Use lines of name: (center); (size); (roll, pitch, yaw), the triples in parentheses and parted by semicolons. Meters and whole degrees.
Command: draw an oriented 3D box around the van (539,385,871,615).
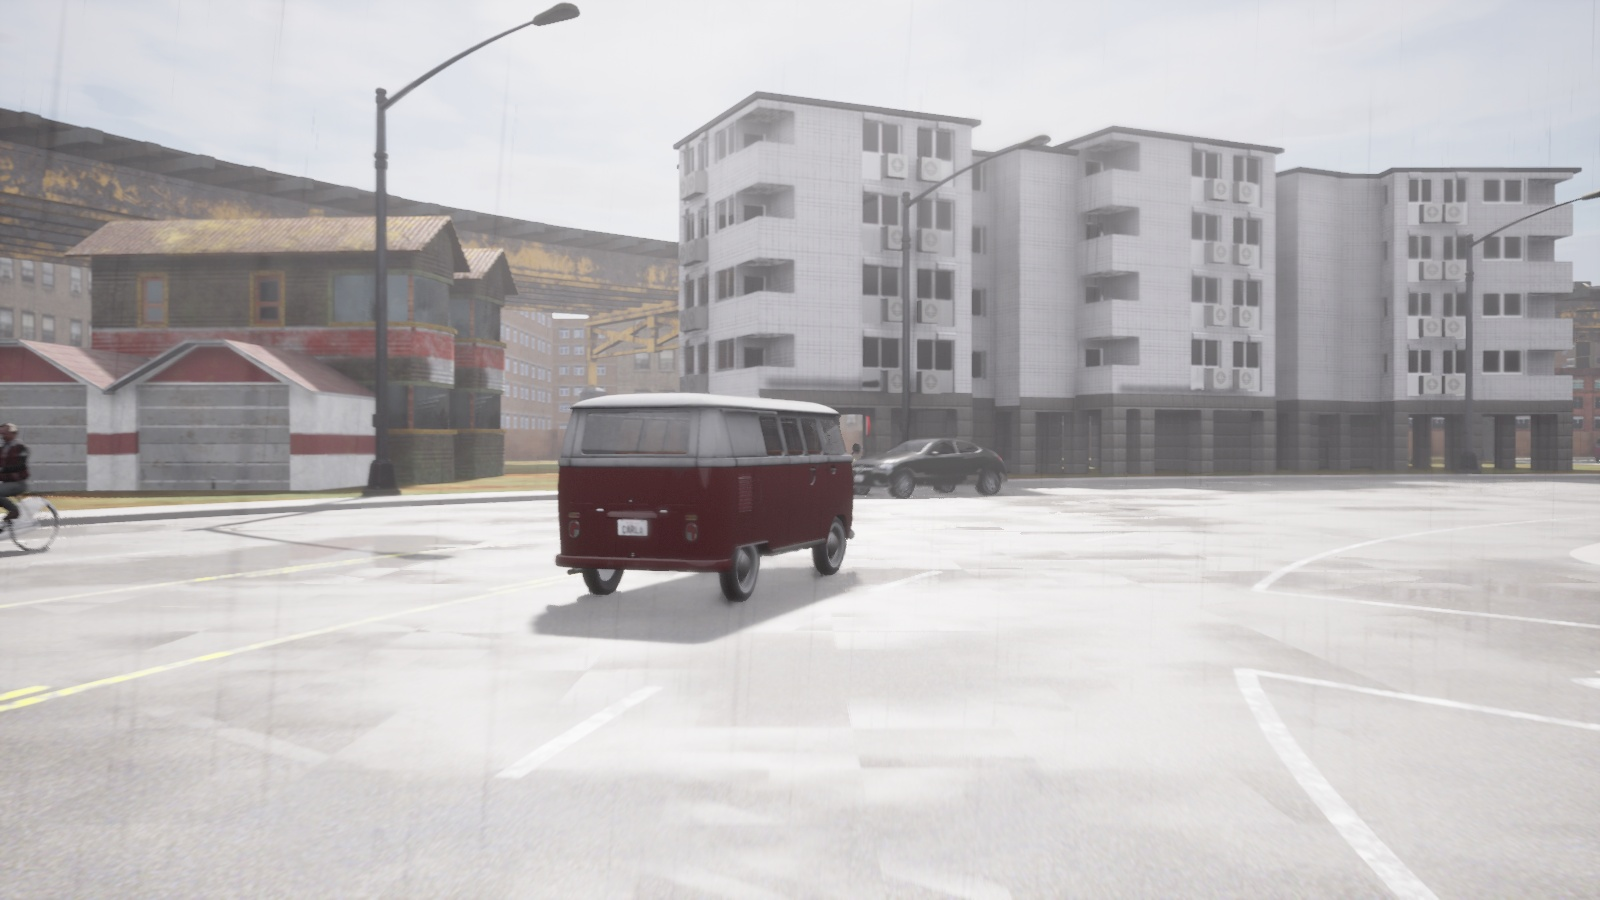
van: (-0.769, 0.423, 13.236); (1.775, 1.987, 4.442); (0, 0, 21)

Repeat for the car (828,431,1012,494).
car: (3.435, 0.331, 35.432); (5.027, 1.651, 2.152); (0, 0, -37)

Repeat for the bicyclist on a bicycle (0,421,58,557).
bicyclist on a bicycle: (-10.817, 0.509, 16.444); (0.659, 1.776, 1.843); (2, 1, 22)
